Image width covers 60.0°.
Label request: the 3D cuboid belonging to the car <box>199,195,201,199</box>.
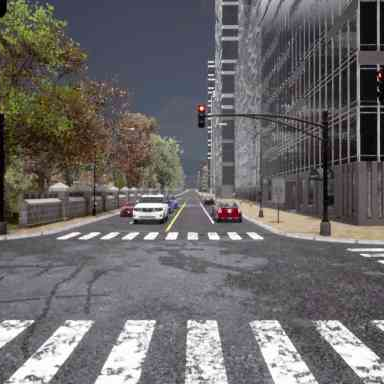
[{"bbox_3d":[2.817,1.434,60.128,1.967,1.590,4.097,0,0,0],"label":"car"}]

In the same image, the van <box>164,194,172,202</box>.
[{"bbox_3d":[-5.527,1.313,77.202,1.690,1.788,3.998,0,0,0],"label":"van"}]

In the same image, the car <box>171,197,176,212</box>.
[{"bbox_3d":[-3.024,1.528,35.675,1.812,1.442,4.674,0,0,0],"label":"car"}]

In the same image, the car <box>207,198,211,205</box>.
[{"bbox_3d":[2.757,1.568,31.722,1.947,1.339,4.313,0,0,0],"label":"car"}]

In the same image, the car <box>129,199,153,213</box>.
[{"bbox_3d":[-5.612,1.553,37.420,2.008,1.369,4.403,0,0,0],"label":"car"}]

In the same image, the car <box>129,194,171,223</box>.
[{"bbox_3d":[-3.050,1.223,25.521,2.150,2.045,5.566,0,0,0],"label":"car"}]

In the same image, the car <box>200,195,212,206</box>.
[{"bbox_3d":[2.805,1.564,54.447,1.947,1.339,4.313,0,0,0],"label":"car"}]

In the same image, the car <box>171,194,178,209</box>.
[{"bbox_3d":[-2.994,1.354,45.885,2.097,1.767,4.553,0,0,0],"label":"car"}]

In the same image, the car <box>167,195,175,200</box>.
[{"bbox_3d":[-5.504,1.531,88.569,1.802,1.307,4.206,0,0,0],"label":"car"}]

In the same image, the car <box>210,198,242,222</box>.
[{"bbox_3d":[2.746,1.442,26.042,1.967,1.590,4.097,0,0,0],"label":"car"}]

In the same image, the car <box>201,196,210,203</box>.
[{"bbox_3d":[2.841,1.506,71.664,1.752,1.417,4.829,0,0,0],"label":"car"}]

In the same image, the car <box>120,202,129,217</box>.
[{"bbox_3d":[-5.624,1.547,31.737,1.887,1.381,4.507,0,0,0],"label":"car"}]

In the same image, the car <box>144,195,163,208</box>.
[{"bbox_3d":[-5.587,1.316,48.786,2.192,1.841,5.009,0,0,0],"label":"car"}]
